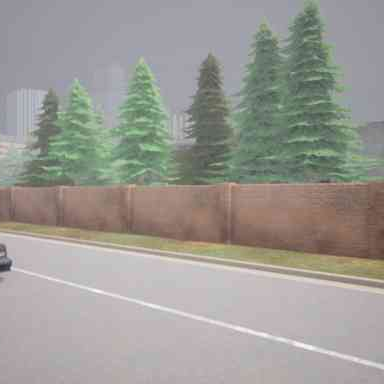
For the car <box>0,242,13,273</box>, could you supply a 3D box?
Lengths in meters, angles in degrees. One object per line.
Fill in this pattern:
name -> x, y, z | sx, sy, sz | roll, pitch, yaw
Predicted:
car -> -6.990, 1.542, 8.960 | 5.357, 1.411, 2.033 | 0, 0, 34
